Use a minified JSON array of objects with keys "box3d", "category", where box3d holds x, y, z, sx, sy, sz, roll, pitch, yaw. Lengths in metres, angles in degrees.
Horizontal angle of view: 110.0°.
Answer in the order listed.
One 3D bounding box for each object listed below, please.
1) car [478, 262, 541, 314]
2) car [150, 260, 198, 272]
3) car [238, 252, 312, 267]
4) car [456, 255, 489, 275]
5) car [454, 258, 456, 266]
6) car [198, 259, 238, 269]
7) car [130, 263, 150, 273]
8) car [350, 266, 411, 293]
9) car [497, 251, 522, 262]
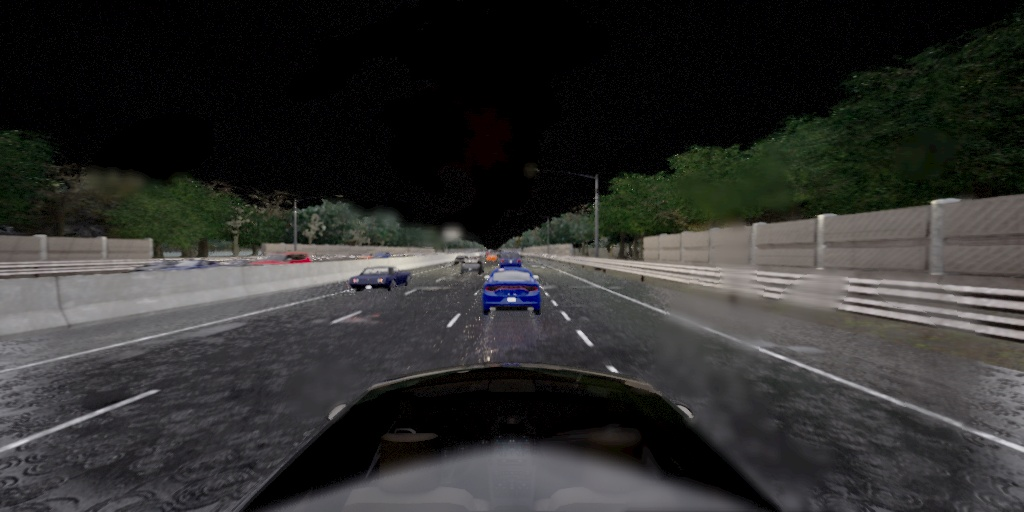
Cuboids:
[{"box3d":[-0.016,1.162,13.408,1.882,1.535,5.008,0,1,0],"category":"car"},{"box3d":[-24.665,1.026,27.862,1.812,1.442,4.674,0,1,0],"category":"car"},{"box3d":[-17.667,0.724,27.532,2.150,2.045,5.566,0,1,0],"category":"car"},{"box3d":[-3.608,0.905,33.378,2.128,1.511,4.902,0,1,0],"category":"car"},{"box3d":[-7.272,0.641,52.555,1.837,1.490,4.892,0,1,-1],"category":"car"},{"box3d":[-21.170,0.987,28.002,2.128,1.511,4.902,0,1,0],"category":"car"},{"box3d":[-28.166,1.048,29.081,1.994,1.385,4.181,0,1,0],"category":"car"},{"box3d":[-7.036,1.215,19.800,1.895,1.301,4.718,0,1,0],"category":"car"},{"box3d":[-0.129,0.587,36.627,2.150,2.045,5.566,0,1,0],"category":"car"}]
